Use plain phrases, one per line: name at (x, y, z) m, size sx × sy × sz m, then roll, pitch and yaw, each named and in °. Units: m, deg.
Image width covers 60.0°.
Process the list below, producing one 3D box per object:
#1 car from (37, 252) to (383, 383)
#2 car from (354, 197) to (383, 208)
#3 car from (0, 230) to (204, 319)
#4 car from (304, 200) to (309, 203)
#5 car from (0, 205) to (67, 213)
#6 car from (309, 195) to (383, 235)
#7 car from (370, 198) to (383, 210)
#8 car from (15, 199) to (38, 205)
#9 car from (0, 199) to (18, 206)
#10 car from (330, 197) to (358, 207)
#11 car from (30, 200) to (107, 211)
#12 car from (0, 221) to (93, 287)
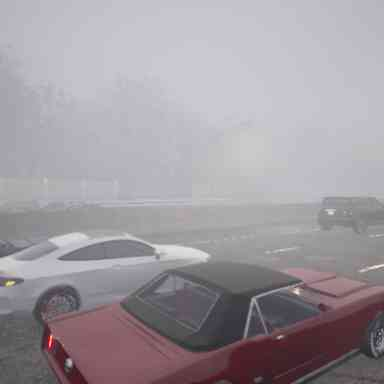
car at (0.772, 1.599, 4.295) m, size 4.718 × 1.301 × 1.895 m, roll 0°, pitch 0°, yaw -36°
car at (25.712, 1.499, 48.081) m, size 4.902 × 1.511 × 2.128 m, roll 0°, pitch 0°, yaw -35°
car at (-1.631, 1.524, 6.882) m, size 4.674 × 1.442 × 1.812 m, roll 0°, pitch 0°, yaw -35°
car at (19.691, 1.495, 52.380) m, size 4.902 × 1.511 × 2.128 m, roll 0°, pitch 0°, yaw -35°
car at (-9.772, 1.599, 18.518) m, size 4.718 × 1.301 × 1.895 m, roll 0°, pitch 0°, yaw -36°
car at (9.523, 1.212, 19.142) m, size 5.566 × 2.045 × 2.150 m, roll 0°, pitch 0°, yaw -35°
car at (25.308, 1.567, 43.507) m, size 4.181 × 1.385 × 1.994 m, roll 0°, pitch 0°, yaw -35°
car at (-11.003, 1.522, 26.252) m, size 4.674 × 1.442 × 1.812 m, roll 0°, pitch 0°, yaw -35°
car at (-14.895, 1.349, 27.762) m, size 4.553 × 1.767 × 2.097 m, roll 0°, pitch 0°, yaw -35°
car at (23.144, 1.533, 50.539) m, size 4.674 × 1.442 × 1.812 m, roll 0°, pitch 0°, yaw -35°
car at (-8.477, 1.487, 23.742) m, size 4.902 × 1.511 × 2.128 m, roll 0°, pitch 0°, yaw -35°
car at (-5.211, 1.600, 8.629) m, size 4.718 × 1.301 × 1.895 m, roll 0°, pitch 0°, yaw -36°
